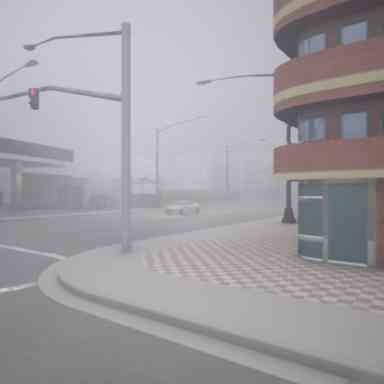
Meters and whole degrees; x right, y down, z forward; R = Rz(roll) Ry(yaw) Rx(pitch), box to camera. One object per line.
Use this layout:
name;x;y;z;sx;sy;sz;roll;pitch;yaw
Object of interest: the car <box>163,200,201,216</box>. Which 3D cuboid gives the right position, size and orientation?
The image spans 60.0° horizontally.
car;-0.898;1.579;33.349;1.812;1.442;4.674;0;1;35
